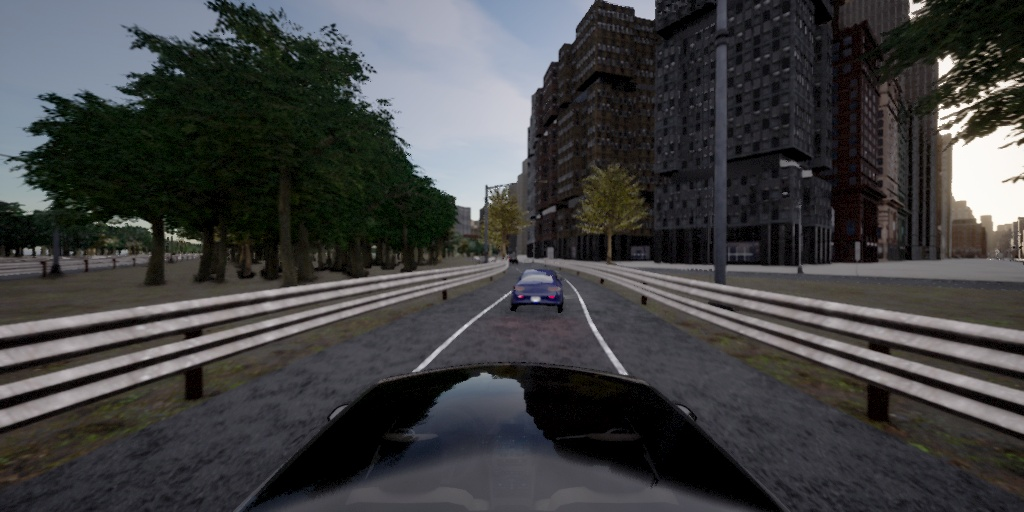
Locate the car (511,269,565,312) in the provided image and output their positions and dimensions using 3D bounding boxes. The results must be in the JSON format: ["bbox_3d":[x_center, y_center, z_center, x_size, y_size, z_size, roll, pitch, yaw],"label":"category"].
[{"bbox_3d":[1.050,1.225,13.950,1.812,1.442,4.674,0,0,7],"label":"car"}]
